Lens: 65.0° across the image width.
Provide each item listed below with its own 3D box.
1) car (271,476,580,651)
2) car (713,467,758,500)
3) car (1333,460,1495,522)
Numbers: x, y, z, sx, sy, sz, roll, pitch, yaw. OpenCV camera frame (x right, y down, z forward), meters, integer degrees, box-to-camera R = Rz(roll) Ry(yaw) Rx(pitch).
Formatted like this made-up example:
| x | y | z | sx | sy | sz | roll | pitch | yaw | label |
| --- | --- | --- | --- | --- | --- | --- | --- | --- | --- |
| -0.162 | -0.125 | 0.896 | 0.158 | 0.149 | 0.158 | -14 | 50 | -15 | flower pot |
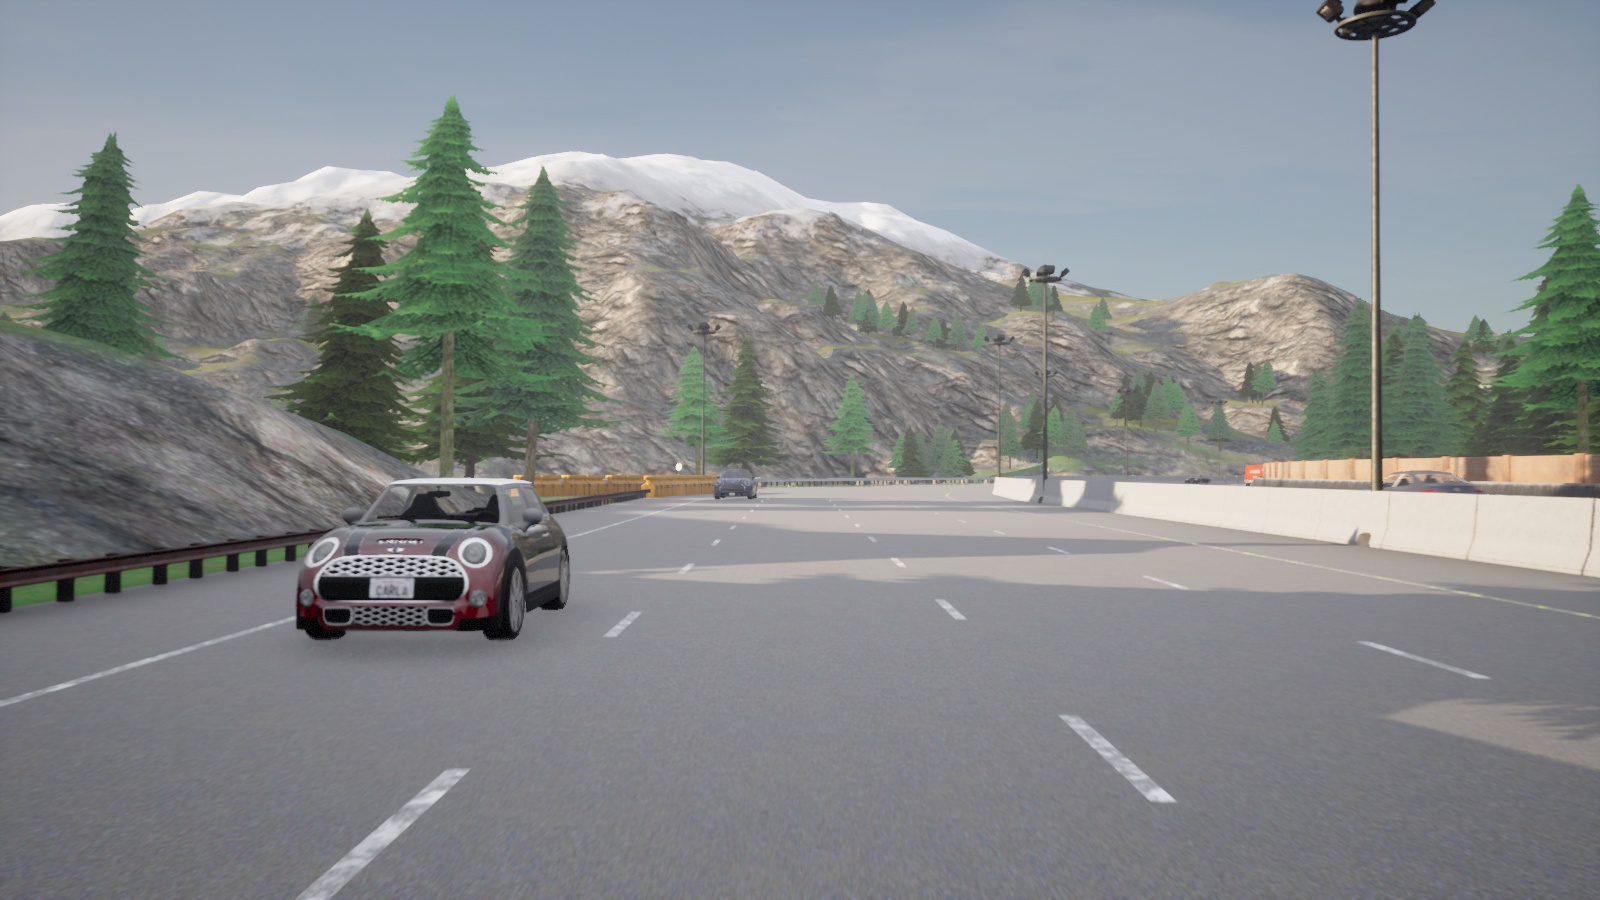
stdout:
| x | y | z | sx | sy | sz | roll | pitch | yaw | label |
| --- | --- | --- | --- | --- | --- | --- | --- | --- | --- |
| -3.531 | 1.006 | 12.627 | 1.970 | 1.475 | 3.806 | 0 | -1 | 0 | car |
| -3.540 | 1.853 | 69.527 | 2.097 | 1.767 | 4.553 | 0 | -1 | 2 | car |
| 17.412 | 1.126 | 35.939 | 2.152 | 1.651 | 5.027 | 0 | -1 | 0 | car |
